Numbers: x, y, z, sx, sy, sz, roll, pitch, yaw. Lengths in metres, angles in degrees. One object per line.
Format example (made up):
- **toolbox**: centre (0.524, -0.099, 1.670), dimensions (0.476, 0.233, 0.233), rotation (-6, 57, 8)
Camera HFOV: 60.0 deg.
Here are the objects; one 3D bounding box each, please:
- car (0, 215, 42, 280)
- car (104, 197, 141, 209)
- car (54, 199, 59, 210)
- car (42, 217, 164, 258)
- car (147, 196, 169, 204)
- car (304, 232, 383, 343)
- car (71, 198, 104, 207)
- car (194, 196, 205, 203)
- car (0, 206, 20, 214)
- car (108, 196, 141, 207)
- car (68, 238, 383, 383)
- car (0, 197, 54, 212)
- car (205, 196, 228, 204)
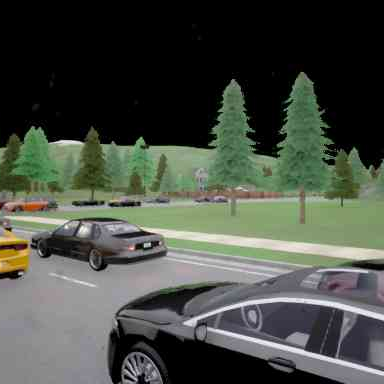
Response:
- **car**: centre (-6.252, 1.478, 8.860), dimensions (5.008, 1.535, 1.882), rotation (0, 0, 38)
- **car**: centre (-9.376, 1.601, 46.381), dimensions (1.895, 1.301, 4.718), rotation (0, 0, 38)
- **car**: centre (-18.677, 1.353, 40.301), dimensions (2.097, 1.767, 4.553), rotation (0, 0, 38)
- **car**: centre (-3.245, 1.547, 10.955), dimensions (5.357, 1.411, 2.033), rotation (0, 0, 38)
- **car**: centre (-6.273, 1.492, 61.503), dimensions (2.128, 1.511, 4.902), rotation (0, 0, 39)
- **car**: centre (4.186, 1.564, 5.202), dimensions (4.181, 1.385, 1.994), rotation (0, 0, 38)
- **car**: centre (-15.563, 1.601, 49.845), dimensions (1.895, 1.301, 4.718), rotation (0, 0, 38)
- **car**: centre (2.476, 1.506, 66.817), dimensions (1.837, 1.490, 4.892), rotation (0, -1, 39)
- **car**: centre (-11.231, 1.547, 17.095), dimensions (5.357, 1.411, 2.033), rotation (0, 0, 38)
- **car**: centre (-10.279, 1.477, 50.869), dimensions (1.882, 1.535, 5.008), rotation (0, 0, 38)
- **car**: centre (1.220, 1.492, 3.080), dimensions (4.902, 1.511, 2.128), rotation (0, 0, 38)
- **car**: centre (-17.775, 1.352, 35.774), dimensions (2.097, 1.767, 4.553), rotation (0, 0, 38)
- **car**: centre (5.158, 1.525, 64.575), dimensions (1.812, 1.442, 4.674), rotation (0, 0, 39)
